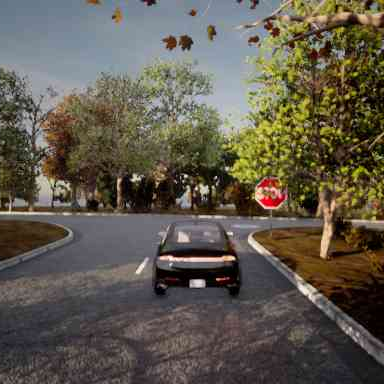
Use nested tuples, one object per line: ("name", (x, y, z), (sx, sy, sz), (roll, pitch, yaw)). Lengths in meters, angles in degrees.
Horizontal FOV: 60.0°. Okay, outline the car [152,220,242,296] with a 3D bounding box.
("car", (0.104, 1.473, 8.606), (2.128, 1.511, 4.902), (0, 0, 0))
